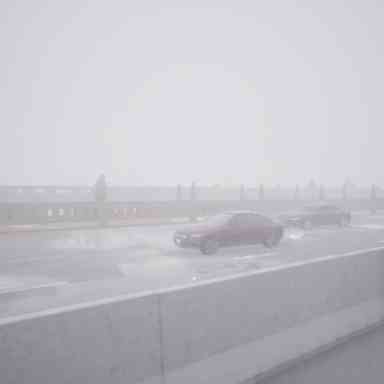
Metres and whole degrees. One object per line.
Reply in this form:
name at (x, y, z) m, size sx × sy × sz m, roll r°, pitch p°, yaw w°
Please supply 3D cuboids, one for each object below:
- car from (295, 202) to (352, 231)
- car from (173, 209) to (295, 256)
car at (7.400, 1.415, 20.005) m, size 4.892 × 1.490 × 1.837 m, roll 0°, pitch 0°, yaw -26°
car at (1.541, 1.467, 12.939) m, size 4.674 × 1.442 × 1.812 m, roll 0°, pitch 0°, yaw -30°
